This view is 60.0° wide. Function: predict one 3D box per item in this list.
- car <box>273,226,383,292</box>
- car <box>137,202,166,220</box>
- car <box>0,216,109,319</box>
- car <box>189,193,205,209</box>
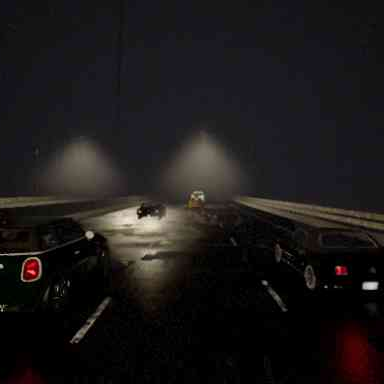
[{"bbox_3d":[3.525,1.557,8.764,1.895,1.301,4.718,0,0,0],"label":"car"},{"bbox_3d":[-3.170,1.479,26.971,1.895,1.301,4.718,0,0,1],"label":"car"},{"bbox_3d":[-3.371,1.313,7.444,2.097,1.767,4.553,0,0,0],"label":"car"},{"bbox_3d":[0.546,1.287,41.918,1.801,1.575,5.366,0,0,1],"label":"car"}]
